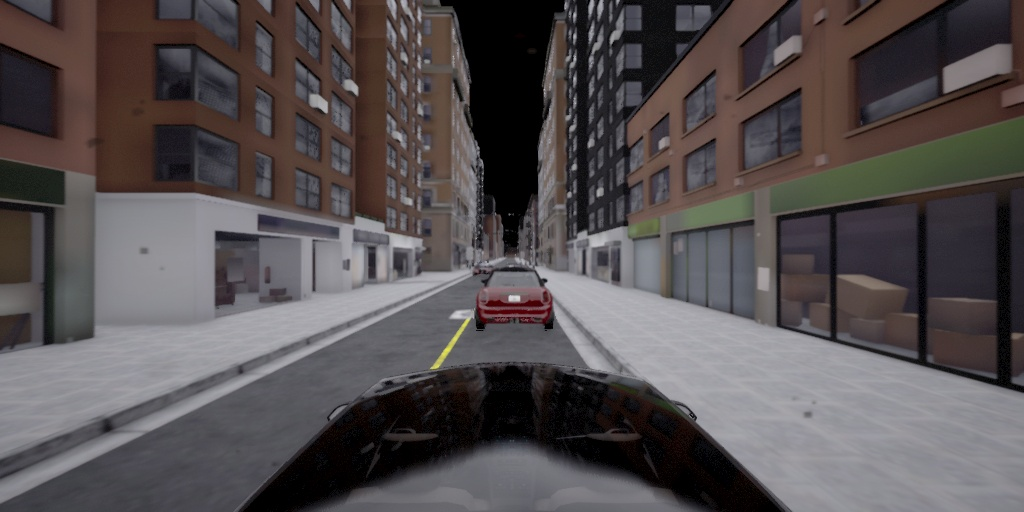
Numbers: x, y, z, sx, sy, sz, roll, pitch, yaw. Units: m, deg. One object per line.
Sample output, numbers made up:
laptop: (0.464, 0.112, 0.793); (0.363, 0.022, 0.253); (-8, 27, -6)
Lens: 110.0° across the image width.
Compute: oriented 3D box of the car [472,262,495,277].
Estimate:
car: (-2.826, 1.334, 36.019); (1.994, 1.385, 4.181); (0, 0, 0)

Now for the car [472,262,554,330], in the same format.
car: (0.074, 1.106, 11.246); (2.097, 1.767, 4.553); (0, 0, 0)
